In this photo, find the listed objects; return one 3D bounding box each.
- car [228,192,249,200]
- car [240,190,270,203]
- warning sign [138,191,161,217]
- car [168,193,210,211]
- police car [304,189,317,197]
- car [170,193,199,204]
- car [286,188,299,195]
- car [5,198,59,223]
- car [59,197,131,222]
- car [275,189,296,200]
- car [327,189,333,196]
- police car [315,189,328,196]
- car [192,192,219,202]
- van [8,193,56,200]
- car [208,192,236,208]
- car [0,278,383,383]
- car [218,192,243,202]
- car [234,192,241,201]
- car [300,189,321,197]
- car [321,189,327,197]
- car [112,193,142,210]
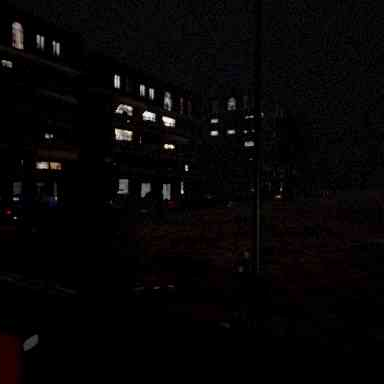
[{"bbox_3d":[8.470,0.643,60.602,1.947,1.339,4.313,2,2,35],"label":"car"},{"bbox_3d":[9.030,0.872,46.674,2.008,1.369,4.403,2,2,35],"label":"car"},{"bbox_3d":[-3.187,0.847,24.858,1.300,1.860,1.060,-1,0,35],"label":"warning sign"},{"bbox_3d":[-0.470,1.127,32.930,1.887,1.381,4.507,2,2,35],"label":"car"},{"bbox_3d":[27.384,0.185,76.770,1.930,1.638,5.238,0,1,32],"label":"police car"},{"bbox_3d":[-1.030,0.903,46.858,1.947,1.339,4.313,2,2,35],"label":"car"},{"bbox_3d":[24.306,-0.037,83.499,2.192,1.841,5.009,2,2,35],"label":"car"},{"bbox_3d":[-10.267,1.368,23.632,1.895,1.301,4.718,1,1,36],"label":"car"},{"bbox_3d":[-6.803,1.324,23.770,1.947,1.339,4.313,2,2,35],"label":"car"},{"bbox_3d":[15.461,0.670,55.976,1.752,1.417,4.829,2,2,35],"label":"car"},{"bbox_3d":[34.364,0.074,83.319,1.967,1.590,4.097,2,2,35],"label":"car"},{"bbox_3d":[33.193,0.033,84.912,1.930,1.638,5.238,1,1,34],"label":"police car"},{"bbox_3d":[2.137,0.801,51.439,2.008,1.369,4.403,2,2,35],"label":"car"},{"bbox_3d":[-13.694,1.029,28.529,1.690,1.788,3.998,2,2,35],"label":"van"},{"bbox_3d":[2.697,1.046,37.512,2.008,1.369,4.403,2,2,35],"label":"car"},{"bbox_3d":[-0.384,1.544,3.139,4.507,1.381,1.887,0,0,35],"label":"car"},{"bbox_3d":[6.202,0.728,52.648,1.837,1.490,4.892,1,1,35],"label":"car"},{"bbox_3d":[7.454,0.759,49.058,1.882,1.535,5.008,1,1,35],"label":"car"},{"bbox_3d":[24.864,0.441,69.580,2.008,1.369,4.403,2,2,35],"label":"car"},{"bbox_3d":[28.030,0.355,74.159,2.008,1.369,4.403,2,2,35],"label":"car"},{"bbox_3d":[-7.163,0.940,33.446,2.097,1.767,4.553,1,1,35],"label":"car"}]
